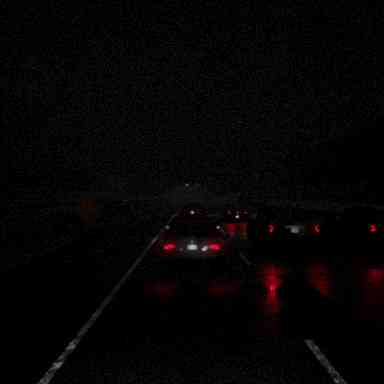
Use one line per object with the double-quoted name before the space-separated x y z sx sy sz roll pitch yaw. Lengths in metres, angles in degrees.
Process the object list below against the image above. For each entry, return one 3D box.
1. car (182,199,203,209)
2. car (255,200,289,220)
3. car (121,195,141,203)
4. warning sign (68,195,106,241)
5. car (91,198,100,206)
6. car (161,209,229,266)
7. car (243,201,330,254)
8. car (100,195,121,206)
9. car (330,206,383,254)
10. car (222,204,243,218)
"car" 0.058 1.605 28.865 1.994 1.385 4.181 0 0 1
"car" 7.065 1.522 29.817 1.882 1.535 5.008 0 0 0
"car" -10.520 1.507 59.135 2.150 2.045 5.566 0 0 1
"warning sign" -4.527 1.106 14.431 1.300 1.860 1.060 1 1 0
"car" -17.507 1.832 58.890 2.033 1.411 5.357 0 -1 1
"car" 0.027 1.538 11.452 2.033 1.411 5.357 0 0 1
"car" 3.552 1.342 13.517 2.097 1.767 4.553 0 0 1
"car" -14.016 1.506 59.001 2.150 2.045 5.566 0 0 1
"car" 7.052 1.342 13.513 2.097 1.767 4.553 0 0 1
"car" 3.550 1.637 28.040 1.895 1.301 4.718 0 0 1
